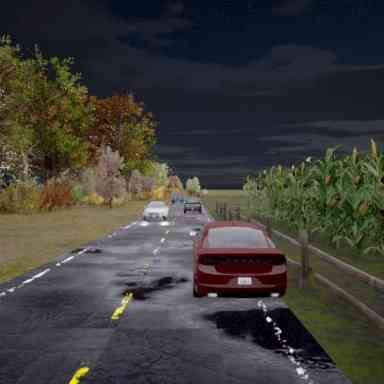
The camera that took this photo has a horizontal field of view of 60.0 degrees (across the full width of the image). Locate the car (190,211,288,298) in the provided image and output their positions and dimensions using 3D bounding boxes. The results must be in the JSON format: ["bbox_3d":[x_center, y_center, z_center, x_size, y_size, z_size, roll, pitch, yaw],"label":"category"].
[{"bbox_3d":[0.964,1.475,8.554,1.882,1.535,5.008,0,0,0],"label":"car"}]

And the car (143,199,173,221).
[{"bbox_3d":[-2.848,1.521,27.196,1.812,1.442,4.674,0,0,0],"label":"car"}]

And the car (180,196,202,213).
[{"bbox_3d":[0.078,1.486,35.999,2.128,1.511,4.902,0,0,0],"label":"car"}]

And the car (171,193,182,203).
[{"bbox_3d":[-2.743,1.216,63.749,2.150,2.045,5.566,0,0,0],"label":"car"}]
